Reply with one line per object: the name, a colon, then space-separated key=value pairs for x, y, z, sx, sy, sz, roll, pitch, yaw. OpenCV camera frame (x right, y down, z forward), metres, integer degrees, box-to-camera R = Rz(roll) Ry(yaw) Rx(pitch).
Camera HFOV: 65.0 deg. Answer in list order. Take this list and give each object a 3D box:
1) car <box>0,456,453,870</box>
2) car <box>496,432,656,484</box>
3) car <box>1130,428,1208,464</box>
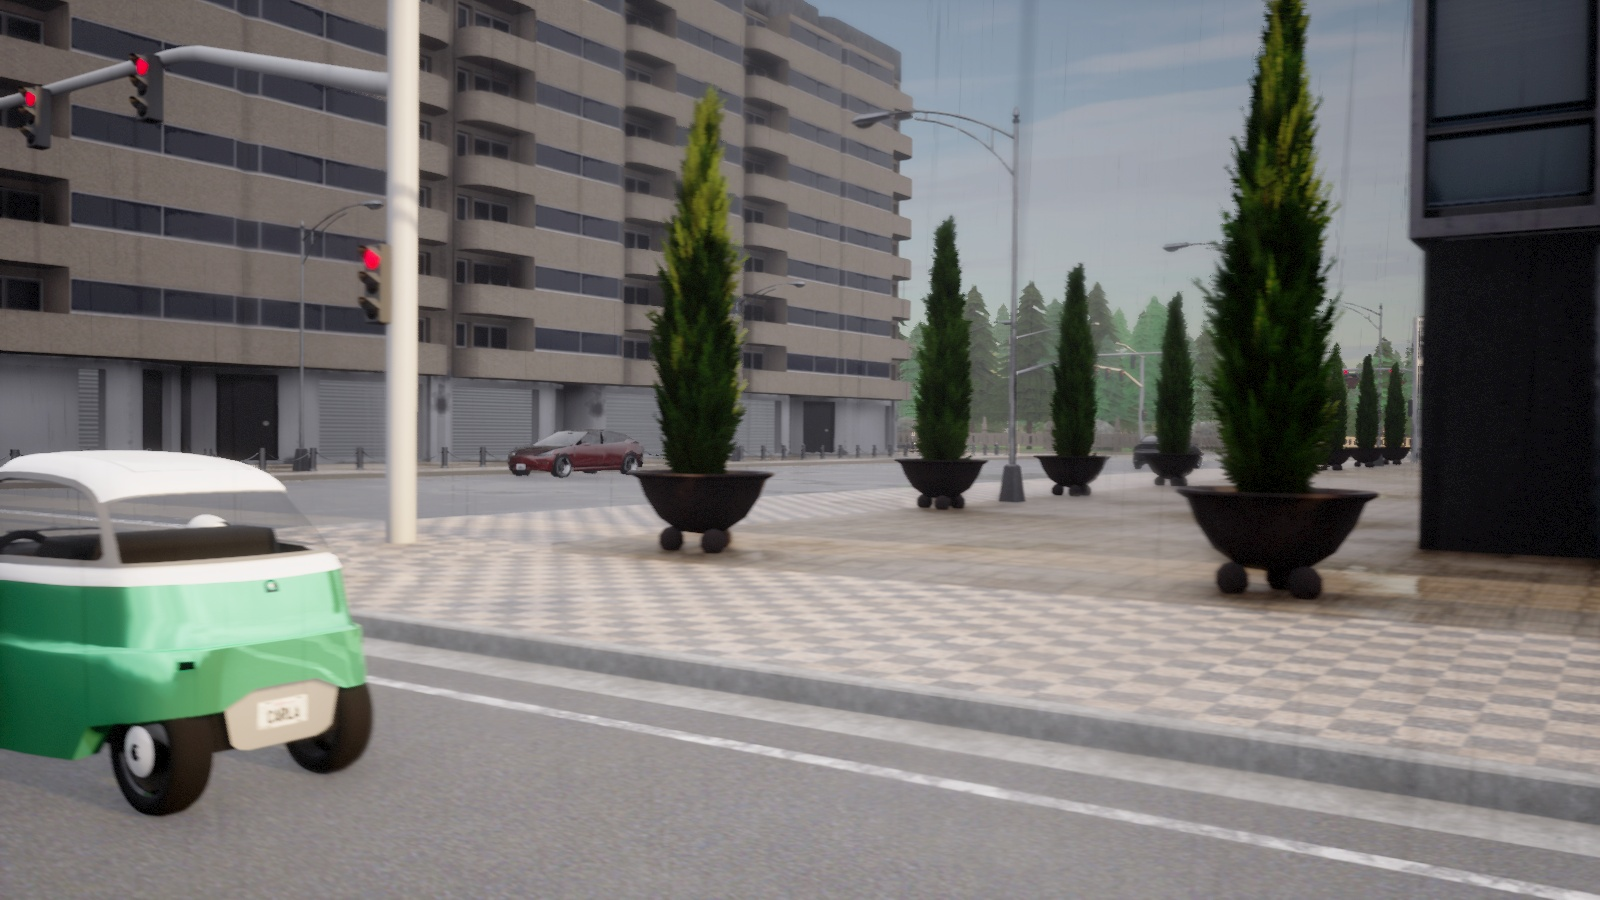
car: x=-2.867 y=0.737 z=5.529 sx=2.207 sy=1.376 sz=1.481 roll=0 pitch=1 yaw=34
car: x=-6.915 y=0.203 z=39.208 sx=2.163 sy=1.488 sz=4.792 roll=0 pitch=1 yaw=34
car: x=16.020 y=-0.206 z=54.341 sx=1.837 sy=1.490 sz=4.892 roll=0 pitch=1 yaw=34
